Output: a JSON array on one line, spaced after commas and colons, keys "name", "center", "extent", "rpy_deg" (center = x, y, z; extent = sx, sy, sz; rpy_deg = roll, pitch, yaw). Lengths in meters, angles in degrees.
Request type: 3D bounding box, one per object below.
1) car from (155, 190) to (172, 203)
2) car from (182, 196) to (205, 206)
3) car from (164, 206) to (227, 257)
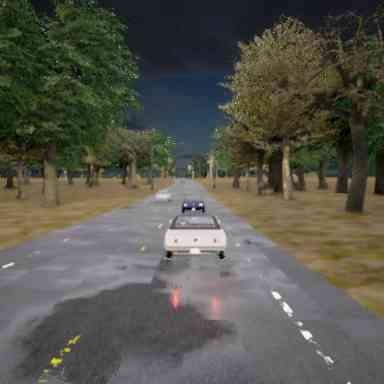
[{"name": "car", "center": [-3.485, 0.496, 41.042], "extent": [1.812, 1.442, 4.674], "rpy_deg": [0, 2, 0]}, {"name": "car", "center": [0.110, 0.989, 28.033], "extent": [1.895, 1.301, 4.718], "rpy_deg": [0, 2, 0]}, {"name": "car", "center": [0.103, 1.395, 11.944], "extent": [1.895, 1.301, 4.718], "rpy_deg": [0, 1, 0]}]
